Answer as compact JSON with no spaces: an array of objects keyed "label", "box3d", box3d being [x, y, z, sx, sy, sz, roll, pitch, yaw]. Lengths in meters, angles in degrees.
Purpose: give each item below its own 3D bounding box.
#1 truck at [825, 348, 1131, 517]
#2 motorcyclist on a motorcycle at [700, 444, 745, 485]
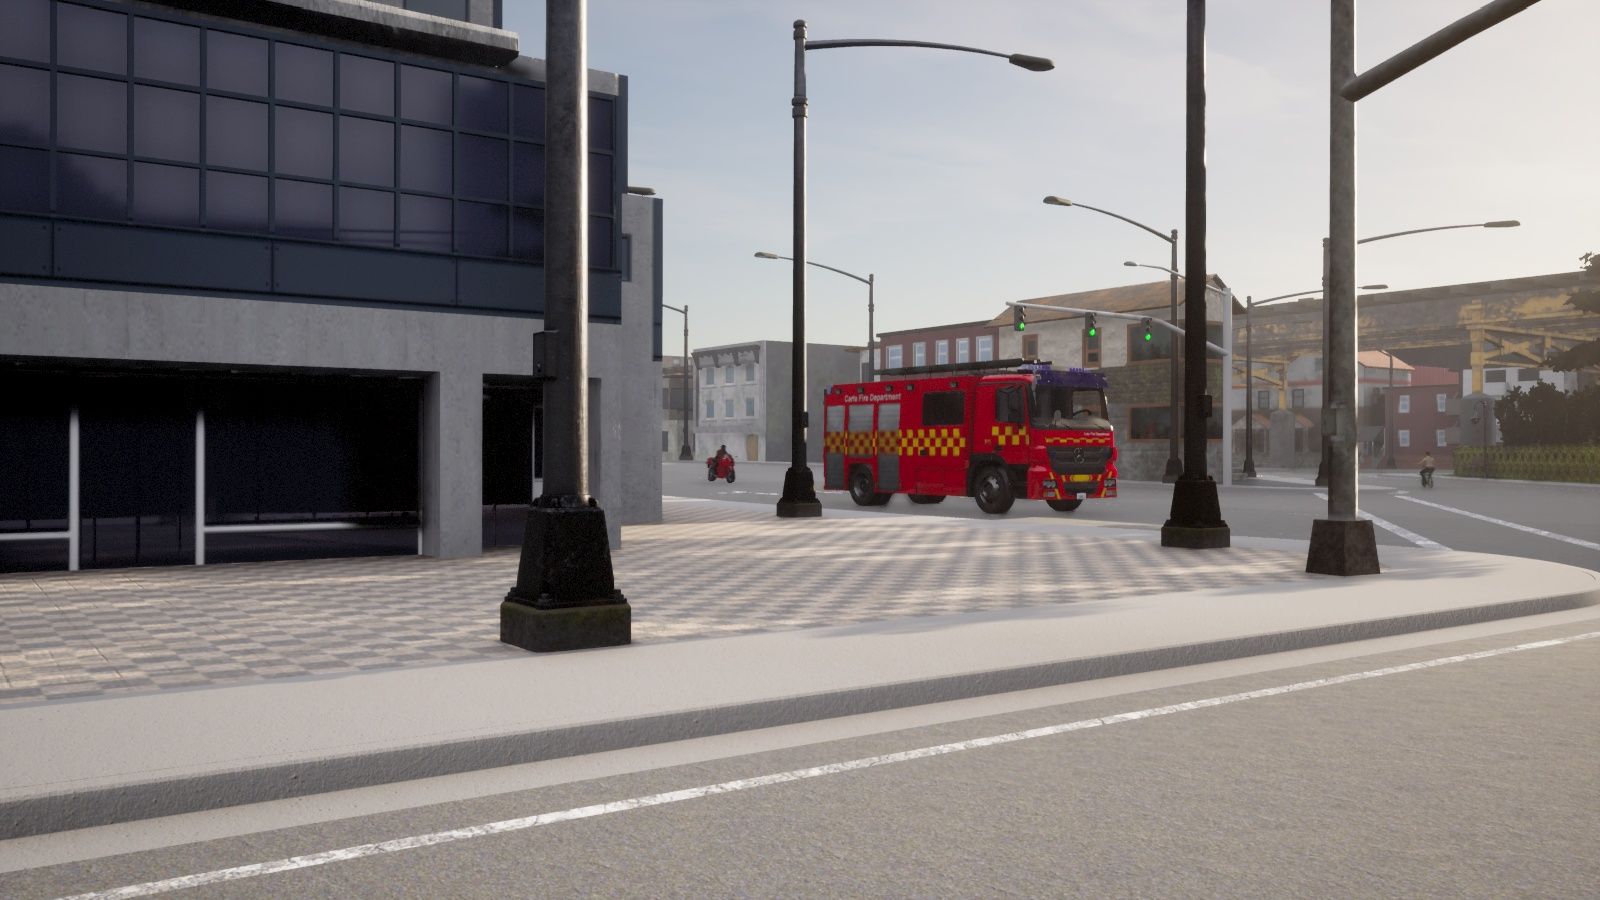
[{"label":"truck","box3d":[4.322,-0.400,32.763,2.891,3.827,8.468,0,0,-35]},{"label":"motorcyclist on a motorcycle","box3d":[-3.062,0.557,49.287,0.797,1.523,2.044,0,1,-35]}]
